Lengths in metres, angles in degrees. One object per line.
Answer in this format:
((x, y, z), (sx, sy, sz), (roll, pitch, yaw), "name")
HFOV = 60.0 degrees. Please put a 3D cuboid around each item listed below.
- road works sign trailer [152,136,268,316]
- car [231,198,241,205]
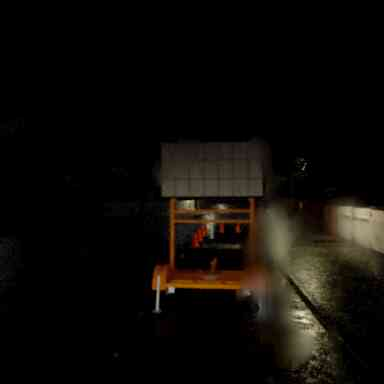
((0.467, 0.546, 7.742), (2.380, 3.560, 2.880), (0, -1, 7), "road works sign trailer")
((11.325, 2.260, 86.072), (2.150, 2.045, 5.566), (0, -1, 1), "car")
